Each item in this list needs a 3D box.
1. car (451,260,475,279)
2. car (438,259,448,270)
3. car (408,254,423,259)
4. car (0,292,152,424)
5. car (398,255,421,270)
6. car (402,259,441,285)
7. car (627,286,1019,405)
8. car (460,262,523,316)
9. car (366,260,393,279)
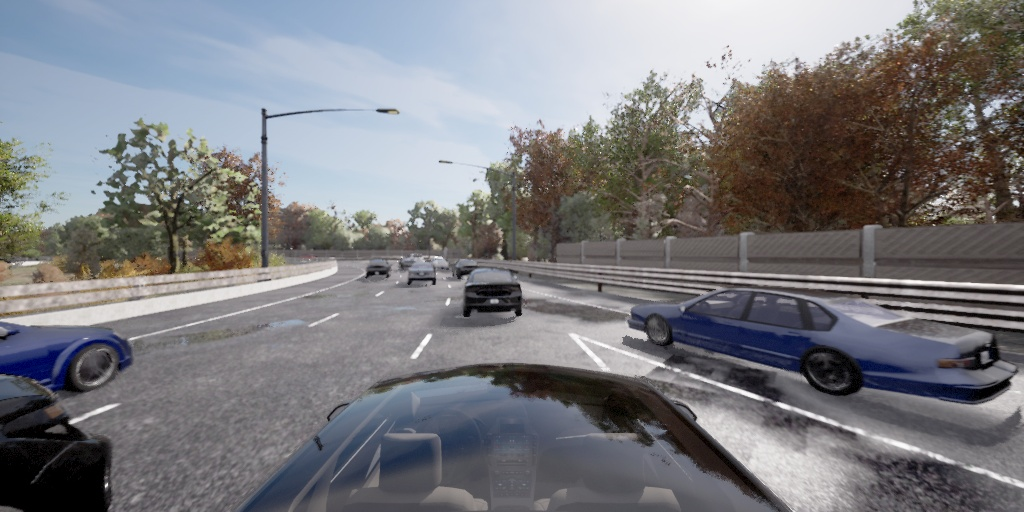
[{"bbox_3d":[-3.922,1.096,30.183,1.837,1.490,4.892,0,0,-16],"label":"car"},{"bbox_3d":[-9.332,1.036,45.488,1.812,1.442,4.674,0,0,-22],"label":"car"},{"bbox_3d":[-16.154,0.666,58.743,2.150,2.045,5.566,0,1,-30],"label":"car"},{"bbox_3d":[-7.082,1.311,3.994,1.994,1.385,4.181,0,0,-1],"label":"car"},{"bbox_3d":[-13.749,0.999,46.840,2.128,1.511,4.902,0,0,-24],"label":"car"},{"bbox_3d":[-6.243,1.172,25.018,2.033,1.411,5.357,0,0,-13],"label":"car"},{"bbox_3d":[4.672,1.264,6.641,2.033,1.411,5.357,0,0,-26],"label":"car"},{"bbox_3d":[-0.778,1.164,13.121,1.882,1.535,5.008,0,1,-6],"label":"car"},{"bbox_3d":[-11.517,1.101,31.064,1.837,1.490,4.892,0,0,-16],"label":"car"}]
